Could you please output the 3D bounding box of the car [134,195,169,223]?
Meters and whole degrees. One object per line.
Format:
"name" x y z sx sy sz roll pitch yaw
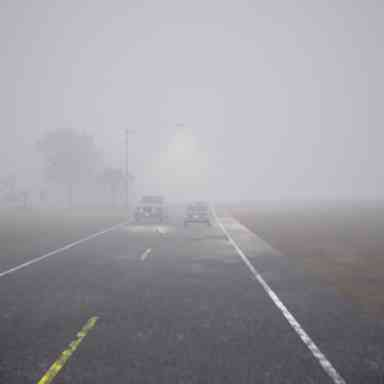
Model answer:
"car" -3.137 1.274 26.676 2.150 2.045 5.566 0 0 2

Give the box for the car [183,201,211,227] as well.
"car" 0.368 1.591 23.355 2.033 1.411 5.357 0 0 1

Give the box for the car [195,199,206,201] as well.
"car" 1.059 1.600 42.658 1.812 1.442 4.674 0 0 3
